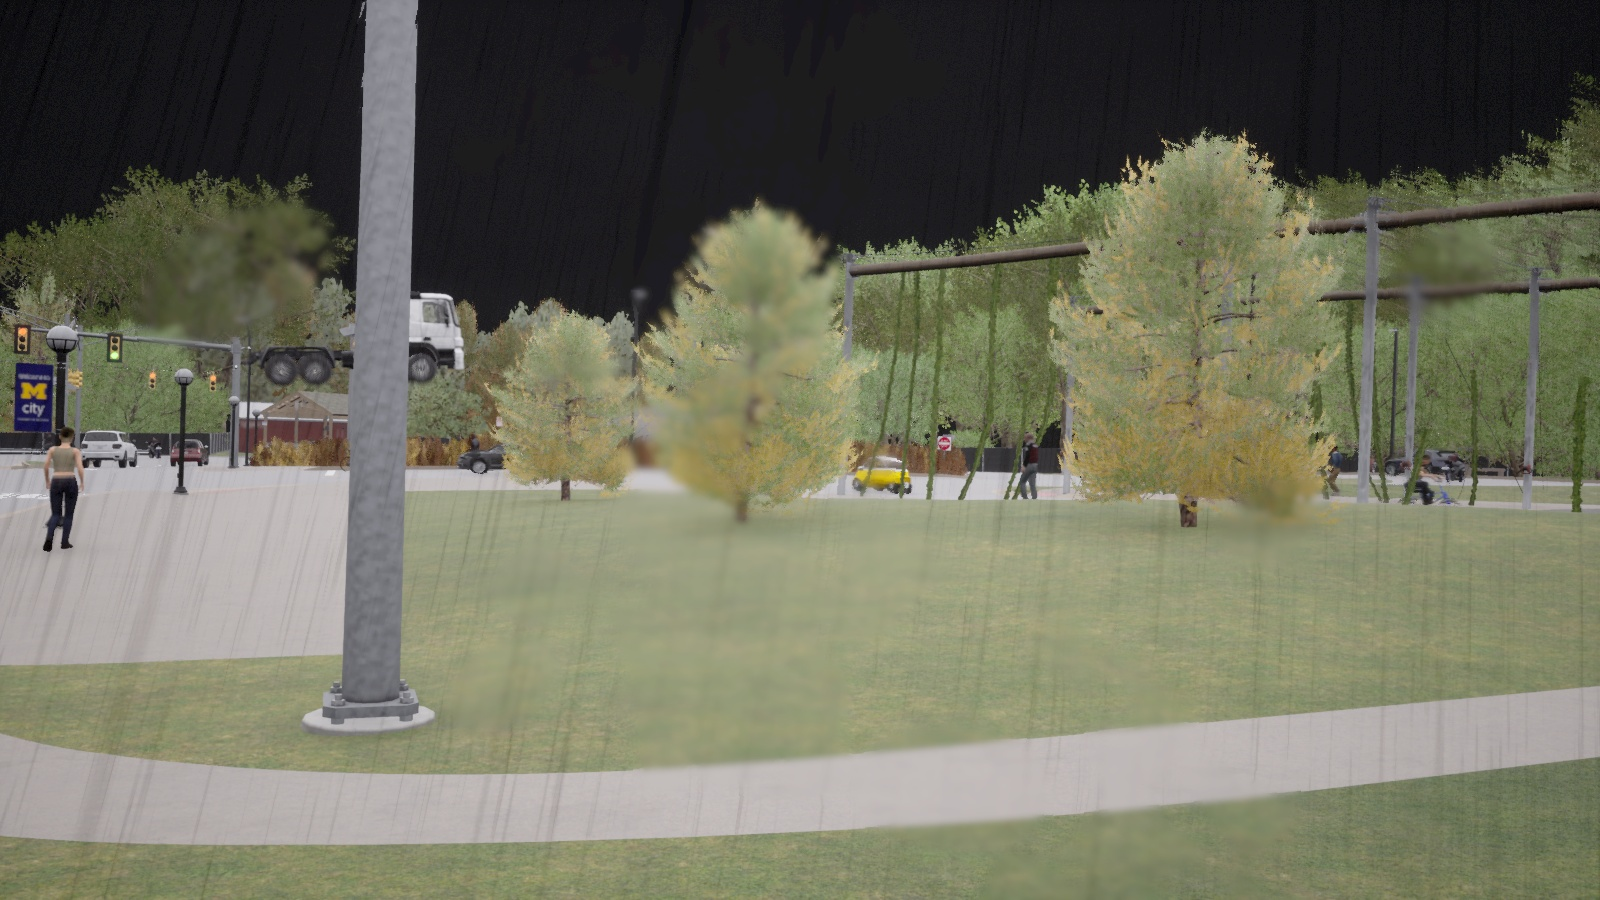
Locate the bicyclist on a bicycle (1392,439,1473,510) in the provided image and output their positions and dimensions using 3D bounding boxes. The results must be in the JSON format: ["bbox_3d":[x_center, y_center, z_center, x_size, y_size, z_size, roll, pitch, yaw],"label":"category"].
[{"bbox_3d":[14.856,0.567,29.508,1.509,1.612,0.866,-1,-1,43],"label":"bicyclist on a bicycle"}]

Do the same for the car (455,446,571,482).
[{"bbox_3d":[-12.655,0.598,55.566,4.892,1.490,1.837,-1,1,-10],"label":"car"}]

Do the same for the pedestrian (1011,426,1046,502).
[{"bbox_3d":[5.617,0.337,30.852,0.720,1.854,0.376,1,1,45],"label":"pedestrian"}]

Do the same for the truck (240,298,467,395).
[{"bbox_3d":[-17.327,-4.057,48.914,7.936,3.462,2.891,-4,4,-22],"label":"truck"}]

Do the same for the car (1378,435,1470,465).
[{"bbox_3d":[35.672,-0.037,71.923,2.033,1.649,4.856,0,0,-14],"label":"car"}]

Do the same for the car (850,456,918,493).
[{"bbox_3d":[3.227,0.909,48.371,1.481,1.376,2.207,0,0,-44],"label":"car"}]

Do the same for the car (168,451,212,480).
[{"bbox_3d":[-36.865,0.901,75.985,1.851,1.617,3.988,-1,1,-19],"label":"car"}]

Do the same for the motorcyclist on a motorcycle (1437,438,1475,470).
[{"bbox_3d":[32.397,0.205,62.008,2.191,1.530,0.866,-2,0,-41],"label":"motorcyclist on a motorcycle"}]

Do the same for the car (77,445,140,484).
[{"bbox_3d":[-38.541,0.799,70.136,2.150,2.045,5.566,-1,0,-19],"label":"car"}]

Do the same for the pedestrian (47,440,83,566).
[{"bbox_3d":[-10.881,0.767,18.588,0.345,1.836,0.594,1,0,-20],"label":"pedestrian"}]
